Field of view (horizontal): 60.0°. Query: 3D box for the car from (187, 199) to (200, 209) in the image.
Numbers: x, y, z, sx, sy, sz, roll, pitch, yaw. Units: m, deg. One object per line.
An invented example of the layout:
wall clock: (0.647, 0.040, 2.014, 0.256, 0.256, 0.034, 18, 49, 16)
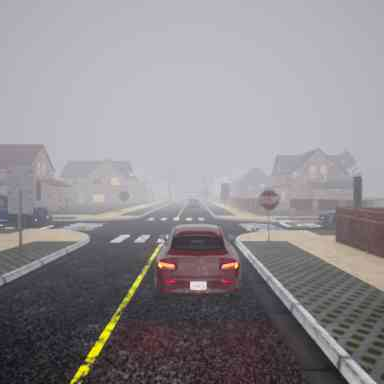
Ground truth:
car: (0.206, 1.628, 46.124, 2.033, 1.411, 5.357, 0, 0, 0)

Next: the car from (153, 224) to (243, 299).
car: (0.124, 1.523, 8.294, 1.812, 1.442, 4.674, 0, 0, 0)

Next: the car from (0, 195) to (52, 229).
car: (-11.575, 1.183, 20.384, 5.566, 2.045, 2.150, 0, 0, 2)

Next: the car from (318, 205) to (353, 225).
car: (11.151, 1.635, 23.391, 4.181, 1.385, 1.994, 0, 0, 0)
